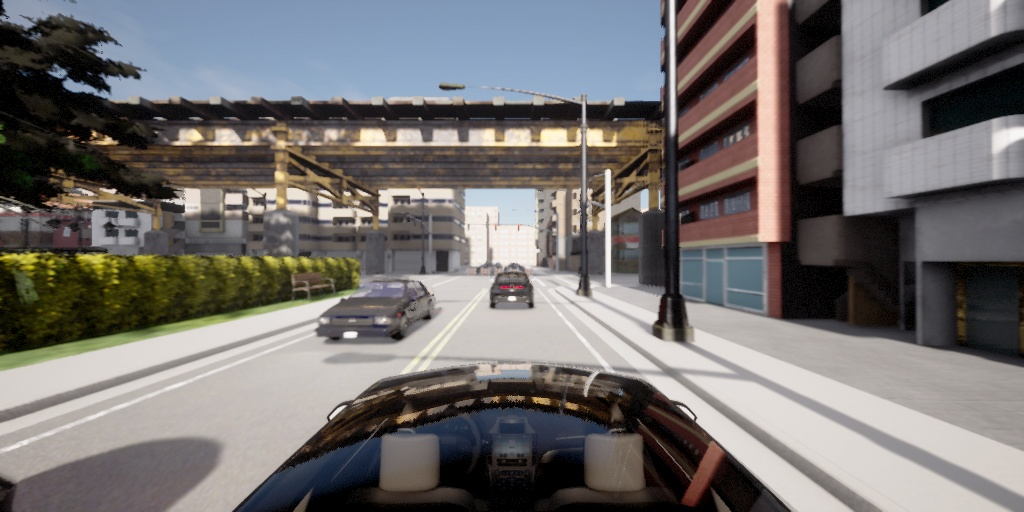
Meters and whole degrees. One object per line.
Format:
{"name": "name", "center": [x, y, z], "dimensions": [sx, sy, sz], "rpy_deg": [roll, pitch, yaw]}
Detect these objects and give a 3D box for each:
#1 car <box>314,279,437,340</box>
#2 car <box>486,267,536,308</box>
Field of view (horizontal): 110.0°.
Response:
{"name": "car", "center": [-3.581, 1.396, 10.639], "dimensions": [2.033, 1.411, 5.357], "rpy_deg": [0, -1, 0]}
{"name": "car", "center": [-0.001, 1.414, 16.148], "dimensions": [1.837, 1.490, 4.892], "rpy_deg": [0, -1, 0]}
